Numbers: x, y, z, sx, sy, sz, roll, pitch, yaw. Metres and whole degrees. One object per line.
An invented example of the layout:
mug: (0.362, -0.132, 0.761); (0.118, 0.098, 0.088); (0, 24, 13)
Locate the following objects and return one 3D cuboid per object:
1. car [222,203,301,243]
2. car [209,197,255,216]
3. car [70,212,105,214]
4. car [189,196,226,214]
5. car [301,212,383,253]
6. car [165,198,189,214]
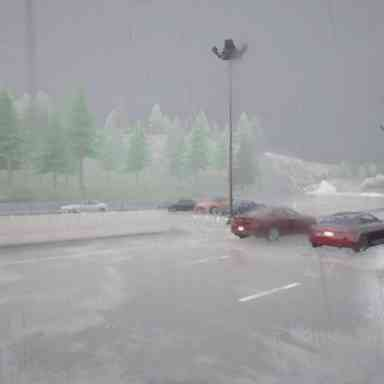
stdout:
car: (4.018, 1.416, 15.886); (5.008, 1.535, 1.882); (0, 0, -39)
car: (4.412, 1.447, 30.151); (5.357, 1.411, 2.033); (0, 0, -42)
car: (-10.153, 1.499, 31.635); (4.674, 1.442, 1.812); (0, 0, -39)
car: (2.379, 1.253, 33.025); (4.553, 1.767, 2.097); (-1, 0, -42)
car: (6.568, 1.495, 13.466); (4.181, 1.385, 1.994); (0, 0, -39)
car: (-1.337, 1.426, 34.437); (4.892, 1.490, 1.837); (0, 0, -41)
